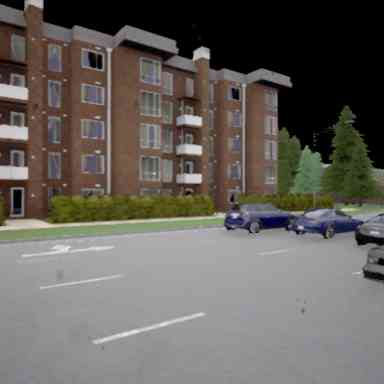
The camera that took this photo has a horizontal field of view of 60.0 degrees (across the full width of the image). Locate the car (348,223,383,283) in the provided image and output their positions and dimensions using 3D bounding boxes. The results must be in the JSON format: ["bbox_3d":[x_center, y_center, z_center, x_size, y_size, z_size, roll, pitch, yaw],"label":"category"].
[{"bbox_3d":[6.418,1.573,8.361,5.357,1.411,2.033,0,0,-35],"label":"car"}]

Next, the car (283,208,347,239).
[{"bbox_3d":[7.153,1.566,17.452,4.674,1.442,1.812,0,0,-35],"label":"car"}]

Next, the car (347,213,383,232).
[{"bbox_3d":[8.928,1.603,14.421,4.181,1.385,1.994,0,0,-35],"label":"car"}]

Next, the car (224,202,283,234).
[{"bbox_3d":[4.101,1.389,19.580,4.553,1.767,2.097,0,0,-35],"label":"car"}]
